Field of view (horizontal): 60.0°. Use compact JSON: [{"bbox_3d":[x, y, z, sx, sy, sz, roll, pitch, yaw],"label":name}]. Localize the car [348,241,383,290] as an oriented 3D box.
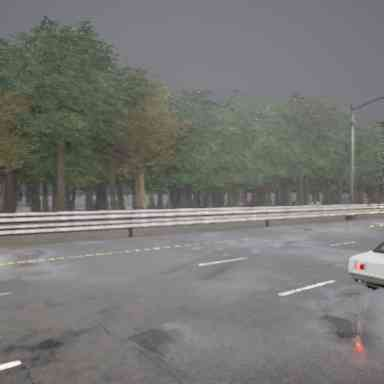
[{"bbox_3d":[5.907,1.682,8.085,4.718,1.301,1.895,1,0,-36],"label":"car"}]
